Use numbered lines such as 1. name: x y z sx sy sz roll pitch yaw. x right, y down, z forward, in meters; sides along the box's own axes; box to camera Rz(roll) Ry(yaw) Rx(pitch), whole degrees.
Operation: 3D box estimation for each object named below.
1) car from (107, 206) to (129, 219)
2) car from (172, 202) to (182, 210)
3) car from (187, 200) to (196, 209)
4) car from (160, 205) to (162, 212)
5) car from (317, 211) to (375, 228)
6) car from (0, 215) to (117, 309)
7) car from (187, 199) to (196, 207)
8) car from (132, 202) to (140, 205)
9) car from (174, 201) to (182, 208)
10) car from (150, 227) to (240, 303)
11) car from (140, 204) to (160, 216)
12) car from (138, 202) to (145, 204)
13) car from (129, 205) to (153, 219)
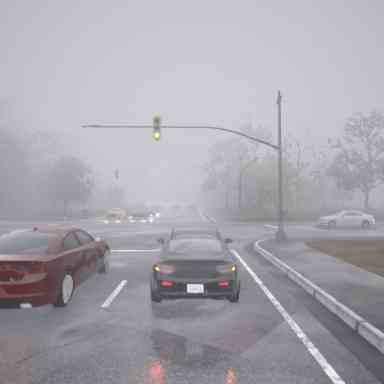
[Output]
1. car: -10.659 3.023 46.957 1.882 1.535 5.008 0 -2 0
2. car: -3.601 3.342 76.892 1.895 1.301 4.718 0 0 0
3. car: -0.102 3.289 77.191 1.994 1.385 4.181 0 0 0
4. car: -7.109 3.297 66.618 2.128 1.511 4.902 0 0 0
5. car: 13.208 2.334 28.622 4.674 1.442 1.812 0 -2 -1
6. car: -3.427 1.555 8.105 1.882 1.535 5.008 0 -1 0
7. car: -0.207 2.877 86.926 2.097 1.767 4.553 0 0 -3
8. car: -10.657 3.095 55.817 2.097 1.767 4.553 0 -1 0
9. car: -3.715 3.210 86.803 1.812 1.442 4.674 0 0 -3
10. car: 0.070 1.606 8.284 1.812 1.442 4.674 0 -1 0
11. car: -7.159 3.245 56.562 2.128 1.511 4.902 0 -1 0
12. car: -10.609 3.027 66.477 2.150 2.045 5.566 0 0 0
13. car: -7.148 3.026 47.091 1.882 1.535 5.008 0 -2 1
